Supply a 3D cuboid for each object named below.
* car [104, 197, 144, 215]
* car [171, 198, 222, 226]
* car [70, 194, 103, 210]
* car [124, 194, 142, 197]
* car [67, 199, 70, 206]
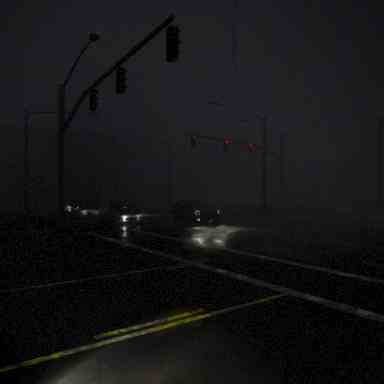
[{"bbox_3d":[-7.188,1.526,34.736,1.812,1.442,4.674,0,0,-36],"label":"car"},{"bbox_3d":[0.228,1.352,23.697,2.097,1.767,4.553,0,0,-27],"label":"car"},{"bbox_3d":[-14.208,1.224,44.605,2.150,2.045,5.566,0,0,-34],"label":"car"},{"bbox_3d":[-13.677,1.524,72.541,1.812,1.442,4.674,0,0,30],"label":"car"},{"bbox_3d":[-19.569,1.492,55.741,2.128,1.511,4.902,0,0,-10],"label":"car"}]
